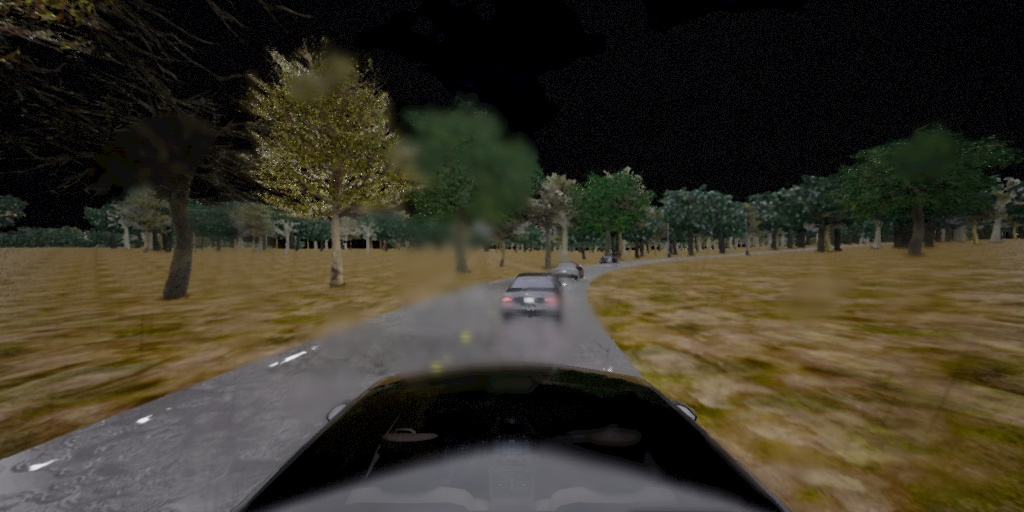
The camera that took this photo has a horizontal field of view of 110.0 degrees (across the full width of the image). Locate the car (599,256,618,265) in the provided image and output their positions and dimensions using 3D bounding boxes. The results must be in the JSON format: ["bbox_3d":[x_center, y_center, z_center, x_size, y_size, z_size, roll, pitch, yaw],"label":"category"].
[{"bbox_3d":[15.672,0.693,58.149,1.994,1.385,4.181,0,1,36],"label":"car"}]

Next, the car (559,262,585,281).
[{"bbox_3d":[4.639,1.176,28.863,1.994,1.385,4.181,0,1,19],"label":"car"}]

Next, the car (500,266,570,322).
[{"bbox_3d":[0.849,1.255,12.166,2.033,1.411,5.357,0,0,9],"label":"car"}]
